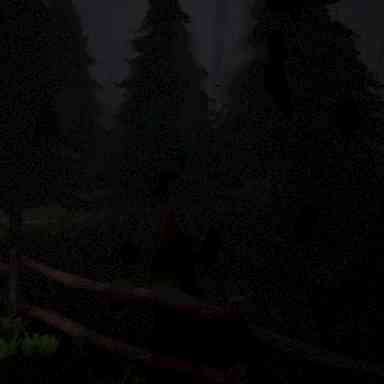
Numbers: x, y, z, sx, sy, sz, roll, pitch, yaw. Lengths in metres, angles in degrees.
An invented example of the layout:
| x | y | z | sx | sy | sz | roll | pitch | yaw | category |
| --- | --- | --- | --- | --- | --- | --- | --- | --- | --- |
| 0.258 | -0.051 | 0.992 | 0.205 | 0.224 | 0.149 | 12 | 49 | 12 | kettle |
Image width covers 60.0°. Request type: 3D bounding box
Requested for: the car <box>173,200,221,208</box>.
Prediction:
| x | y | z | sx | sy | sz | roll | pitch | yaw | category |
| --- | --- | --- | --- | --- | --- | --- | --- | --- | --- |
| 0.501 | 1.247 | 37.941 | 5.566 | 2.045 | 2.150 | 0 | 0 | -11 | car |
